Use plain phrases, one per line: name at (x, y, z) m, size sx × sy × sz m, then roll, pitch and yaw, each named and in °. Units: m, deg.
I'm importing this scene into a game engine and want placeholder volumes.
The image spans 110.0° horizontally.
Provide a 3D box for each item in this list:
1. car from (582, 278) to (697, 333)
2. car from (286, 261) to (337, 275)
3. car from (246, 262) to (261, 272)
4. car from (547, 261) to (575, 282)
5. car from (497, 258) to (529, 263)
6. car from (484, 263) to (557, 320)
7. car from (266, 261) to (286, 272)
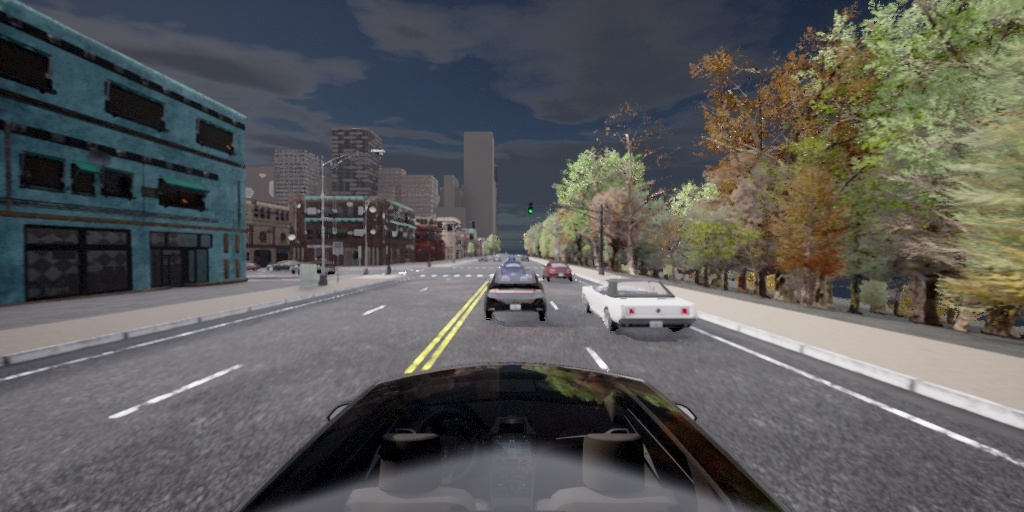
car at (3.350, 1.286, 10.524) m, size 1.895 × 1.301 × 4.718 m, roll 0°, pitch 0°, yaw 0°
car at (-19.951, 1.313, 36.407) m, size 4.313 × 1.339 × 1.948 m, roll 0°, pitch 0°, yaw 0°
car at (-33.820, 1.343, 44.925) m, size 4.207 × 1.307 × 1.802 m, roll 0°, pitch 0°, yaw 0°
car at (3.349, 1.092, 26.723) m, size 1.812 × 1.442 × 4.674 m, roll 0°, pitch 0°, yaw 0°
car at (0.055, 1.092, 26.718) m, size 1.812 × 1.442 × 4.674 m, roll 0°, pitch 0°, yaw -1°
car at (0.098, 1.164, 12.230) m, size 2.128 × 1.511 × 4.902 m, roll 0°, pitch 0°, yaw 0°
car at (-28.285, 1.248, 44.918) m, size 4.403 × 1.370 × 2.007 m, roll 0°, pitch 0°, yaw 0°
